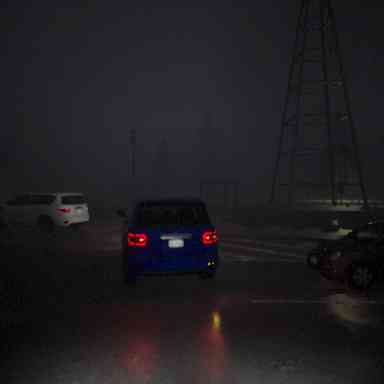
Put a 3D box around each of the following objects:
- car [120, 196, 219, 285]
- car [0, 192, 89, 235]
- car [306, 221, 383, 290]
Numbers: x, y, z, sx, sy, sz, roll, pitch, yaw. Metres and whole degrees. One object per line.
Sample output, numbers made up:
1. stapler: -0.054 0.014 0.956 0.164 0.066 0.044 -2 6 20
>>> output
1. car: -0.882 1.105 9.470 2.150 2.045 5.566 0 1 -12
2. car: -8.066 1.007 17.423 5.566 2.045 2.150 1 1 21
3. car: 4.889 1.420 8.069 3.905 1.438 1.784 0 1 0
